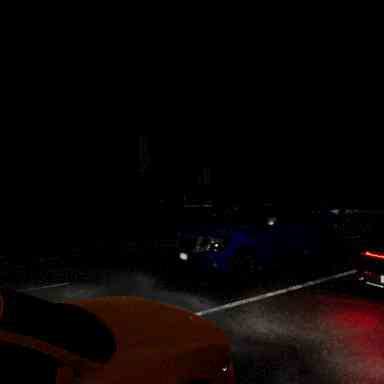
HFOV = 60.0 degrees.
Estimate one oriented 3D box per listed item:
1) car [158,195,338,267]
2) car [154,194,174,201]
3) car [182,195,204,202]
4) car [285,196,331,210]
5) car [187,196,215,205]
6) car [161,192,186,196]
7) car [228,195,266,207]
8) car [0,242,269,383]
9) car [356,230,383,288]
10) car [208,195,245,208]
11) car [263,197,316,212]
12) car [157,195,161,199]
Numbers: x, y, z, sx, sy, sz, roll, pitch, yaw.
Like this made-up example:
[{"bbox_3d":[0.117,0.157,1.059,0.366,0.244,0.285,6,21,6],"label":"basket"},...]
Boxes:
[{"bbox_3d":[2.023,1.198,9.746,5.566,2.045,2.150,0,0,-36],"label":"car"},{"bbox_3d":[-6.278,1.238,74.749,2.128,1.511,4.902,-1,0,-38],"label":"car"},{"bbox_3d":[0.073,1.308,66.972,1.895,1.301,4.718,-1,0,-39],"label":"car"},{"bbox_3d":[13.472,1.260,38.854,1.837,1.490,4.892,-1,0,-39],"label":"car"},{"bbox_3d":[1.380,1.366,53.875,1.895,1.301,4.718,-1,0,-39],"label":"car"},{"bbox_3d":[-2.046,1.017,52.546,2.150,2.045,5.566,-1,0,-39],"label":"car"},{"bbox_3d":[7.569,1.251,46.183,2.128,1.511,4.902,-1,0,-39],"label":"car"},{"bbox_3d":[-1.879,1.478,2.388,5.008,1.535,1.882,0,0,-36],"label":"car"},{"bbox_3d":[5.825,1.468,7.922,4.892,1.490,1.837,0,0,-36],"label":"car"},{"bbox_3d":[4.508,1.268,44.401,1.882,1.535,5.008,-1,0,-39],"label":"car"},{"bbox_3d":[10.658,1.333,36.767,2.033,1.411,5.357,-1,0,-39],"label":"car"},{"bbox_3d":[-4.351,1.340,66.892,1.895,1.301,4.718,-1,0,-39],"label":"car"}]
